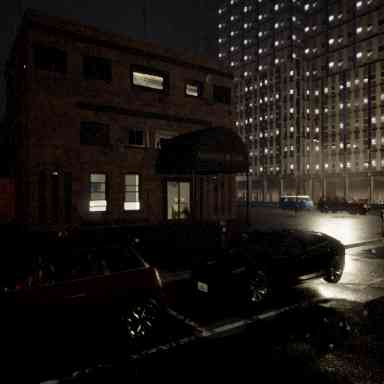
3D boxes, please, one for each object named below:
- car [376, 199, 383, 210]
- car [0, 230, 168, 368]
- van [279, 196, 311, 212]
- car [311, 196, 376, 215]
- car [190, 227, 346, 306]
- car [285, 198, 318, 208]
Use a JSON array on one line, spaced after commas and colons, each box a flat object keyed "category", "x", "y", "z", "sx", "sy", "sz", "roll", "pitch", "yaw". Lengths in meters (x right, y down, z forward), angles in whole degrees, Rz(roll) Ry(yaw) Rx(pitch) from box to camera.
[{"category": "car", "x": 21.771, "y": 1.497, "z": 37.840, "sx": 2.008, "sy": 1.369, "sz": 4.403, "roll": 0, "pitch": 0, "yaw": -35}, {"category": "car", "x": -2.475, "y": 1.440, "z": 4.802, "sx": 4.097, "sy": 1.590, "sz": 1.967, "roll": 0, "pitch": 0, "yaw": -35}, {"category": "van", "x": 11.726, "y": 1.324, "z": 37.590, "sx": 1.690, "sy": 1.788, "sz": 3.998, "roll": 0, "pitch": 0, "yaw": -35}, {"category": "car", "x": 14.896, "y": 1.306, "z": 33.045, "sx": 2.192, "sy": 1.841, "sz": 5.009, "roll": 0, "pitch": 0, "yaw": -35}, {"category": "car", "x": 1.988, "y": 1.565, "z": 8.056, "sx": 4.313, "sy": 1.339, "sz": 1.947, "roll": 0, "pitch": 0, "yaw": -35}, {"category": "car", "x": 15.432, "y": 1.512, "z": 46.930, "sx": 1.802, "sy": 1.307, "sz": 4.206, "roll": 0, "pitch": 0, "yaw": -35}]
